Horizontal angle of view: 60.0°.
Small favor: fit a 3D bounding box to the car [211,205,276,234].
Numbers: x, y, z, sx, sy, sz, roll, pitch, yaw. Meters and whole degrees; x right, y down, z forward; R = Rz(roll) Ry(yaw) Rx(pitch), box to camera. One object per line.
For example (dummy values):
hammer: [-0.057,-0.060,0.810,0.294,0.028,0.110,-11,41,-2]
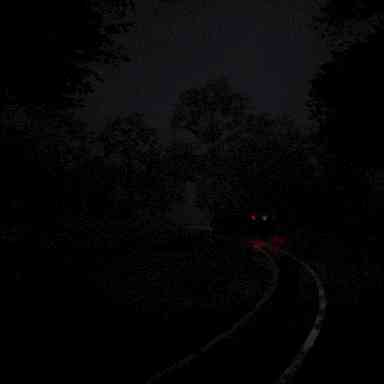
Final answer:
car: [3.161,1.624,21.446,2.097,1.767,4.553,0,-1,-32]
